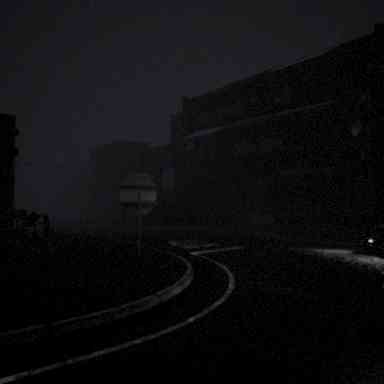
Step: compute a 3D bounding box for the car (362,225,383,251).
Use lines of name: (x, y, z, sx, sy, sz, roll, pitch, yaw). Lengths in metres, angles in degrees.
car: (8.905, 1.506, 12.508, 4.892, 1.490, 1.837, -1, 0, -9)
